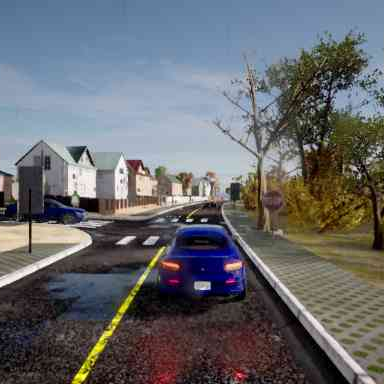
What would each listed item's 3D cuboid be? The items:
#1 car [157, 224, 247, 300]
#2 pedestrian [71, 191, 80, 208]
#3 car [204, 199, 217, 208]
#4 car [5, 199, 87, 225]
[{"bbox_3d":[0.225,1.532,8.310,1.812,1.442,4.674,0,0,1],"label":"car"},{"bbox_3d":[-9.155,0.800,25.997,0.375,1.860,0.375,0,-3,1],"label":"pedestrian"},{"bbox_3d":[2.925,1.761,51.468,1.895,1.301,4.718,0,0,6],"label":"car"},{"bbox_3d":[-8.824,1.163,20.362,4.674,1.442,1.812,3,0,-3],"label":"car"}]
